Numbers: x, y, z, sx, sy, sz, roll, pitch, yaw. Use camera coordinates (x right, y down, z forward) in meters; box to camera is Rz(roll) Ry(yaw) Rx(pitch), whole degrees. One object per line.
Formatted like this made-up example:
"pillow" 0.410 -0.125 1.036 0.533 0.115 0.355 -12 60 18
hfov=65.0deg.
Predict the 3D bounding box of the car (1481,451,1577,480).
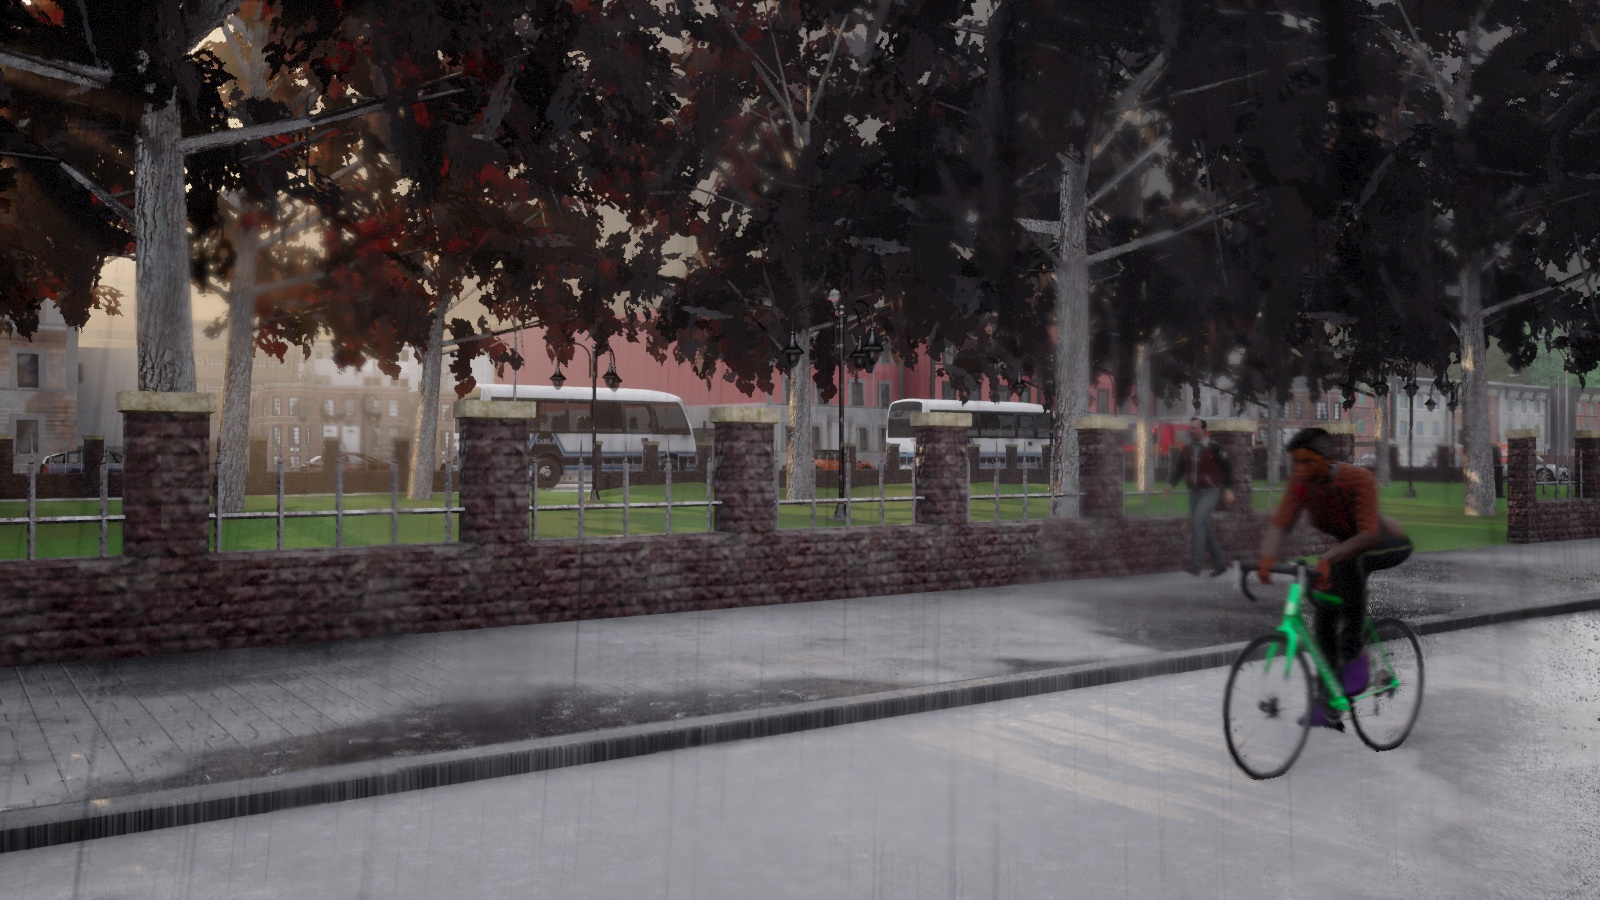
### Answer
"car" 37.564 0.789 64.729 1.970 1.475 3.806 0 0 -37

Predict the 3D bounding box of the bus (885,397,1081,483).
"bus" 9.780 -0.490 66.470 10.273 4.253 3.944 0 0 -34

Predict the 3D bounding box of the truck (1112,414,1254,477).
"truck" 24.338 -0.276 79.829 8.468 3.827 2.891 0 0 -16

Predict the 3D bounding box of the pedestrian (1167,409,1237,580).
"pedestrian" 4.463 0.479 13.937 0.720 1.854 0.376 0 0 -35

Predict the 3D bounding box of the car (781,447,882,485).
"car" 1.542 0.748 60.656 4.553 1.767 2.097 0 0 -35

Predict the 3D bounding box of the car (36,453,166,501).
"car" -23.848 0.879 42.861 3.705 1.549 1.789 0 0 -35

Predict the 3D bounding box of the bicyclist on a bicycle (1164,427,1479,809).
"bicyclist on a bicycle" 2.530 0.707 6.021 1.656 1.620 0.582 0 0 -35

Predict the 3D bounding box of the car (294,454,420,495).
"car" -16.821 0.911 47.789 4.193 1.474 1.816 0 0 -35

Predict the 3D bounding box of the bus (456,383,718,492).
"bus" -8.897 -0.482 53.337 10.273 4.253 3.944 0 0 -35
